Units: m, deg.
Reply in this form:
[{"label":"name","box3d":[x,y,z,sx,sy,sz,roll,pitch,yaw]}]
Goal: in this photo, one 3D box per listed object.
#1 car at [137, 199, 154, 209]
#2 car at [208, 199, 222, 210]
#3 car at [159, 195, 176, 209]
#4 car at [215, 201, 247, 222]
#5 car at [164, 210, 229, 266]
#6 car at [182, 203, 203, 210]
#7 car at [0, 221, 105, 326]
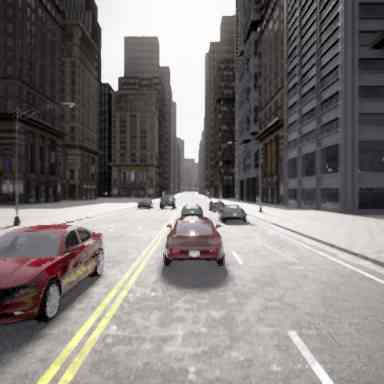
[{"label":"car","box3d":[-6.719,1.747,48.506,2.033,1.411,5.357,0,0,0]},{"label":"car","box3d":[3.199,1.684,44.471,2.128,1.511,4.902,0,0,0]},{"label":"car","box3d":[-3.469,1.425,48.409,2.150,2.045,5.566,0,0,0]},{"label":"car","box3d":[3.251,1.675,27.178,1.994,1.385,4.181,0,0,0]},{"label":"car","box3d":[0.063,1.567,11.634,1.812,1.442,4.674,0,0,0]},{"label":"car","box3d":[0.010,1.684,30.450,1.994,1.385,4.181,0,0,0]},{"label":"car","box3d":[-3.373,1.499,7.456,1.882,1.535,5.008,0,0,0]}]
